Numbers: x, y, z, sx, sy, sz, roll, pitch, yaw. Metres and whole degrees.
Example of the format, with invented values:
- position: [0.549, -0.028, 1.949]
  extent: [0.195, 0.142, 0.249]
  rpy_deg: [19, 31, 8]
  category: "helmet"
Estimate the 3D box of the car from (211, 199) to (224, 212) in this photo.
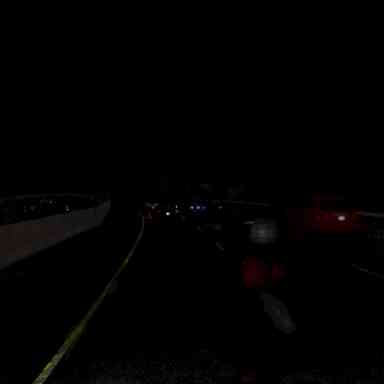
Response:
- position: [2.682, 1.529, 39.282]
  extent: [1.812, 1.442, 4.674]
  rpy_deg: [0, 0, -12]
  category: "car"

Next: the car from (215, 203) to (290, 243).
- position: [2.700, 1.491, 16.174]
  extent: [2.128, 1.511, 4.902]
  rpy_deg: [0, 0, -5]
  category: "car"

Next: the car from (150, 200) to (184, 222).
- position: [-2.071, 1.572, 26.361]
  extent: [1.994, 1.385, 4.181]
  rpy_deg: [0, 0, -8]
  category: "car"

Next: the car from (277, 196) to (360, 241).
- position: [6.167, 1.215, 16.945]
  extent: [2.150, 2.045, 5.566]
  rpy_deg: [0, 0, -5]
  category: "car"

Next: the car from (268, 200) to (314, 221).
- position: [8.253, 1.498, 28.319]
  extent: [1.837, 1.490, 4.892]
  rpy_deg: [0, 0, -9]
  category: "car"

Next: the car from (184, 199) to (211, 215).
- position: [0.122, 1.554, 34.515]
  extent: [2.033, 1.411, 5.357]
  rpy_deg: [0, 0, -11]
  category: "car"

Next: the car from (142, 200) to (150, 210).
- position: [-5.254, 1.617, 42.603]
  extent: [1.895, 1.301, 4.718]
  rpy_deg: [0, 0, -14]
  category: "car"
